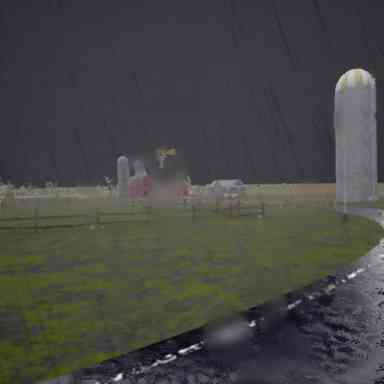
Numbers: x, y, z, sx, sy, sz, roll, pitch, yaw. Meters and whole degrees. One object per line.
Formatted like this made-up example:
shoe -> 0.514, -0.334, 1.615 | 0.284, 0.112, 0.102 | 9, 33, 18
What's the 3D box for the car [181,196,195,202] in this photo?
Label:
car -> -1.016, 1.922, 89.064 | 1.882, 1.535, 5.008 | -2, 0, -31
